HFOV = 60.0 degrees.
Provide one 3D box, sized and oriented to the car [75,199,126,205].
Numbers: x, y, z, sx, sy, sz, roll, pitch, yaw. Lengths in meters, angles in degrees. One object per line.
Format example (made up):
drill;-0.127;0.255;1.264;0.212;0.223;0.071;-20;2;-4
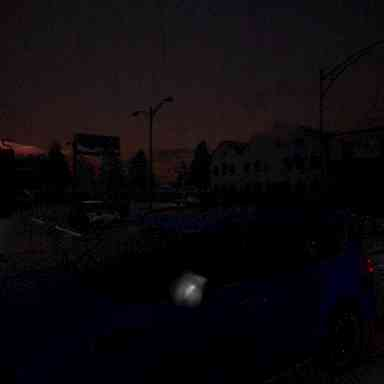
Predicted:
car;-5.261;1.248;17.929;1.970;1.475;3.806;0;0;-36

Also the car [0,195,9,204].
car;-39.139;1.495;66.149;4.611;1.667;2.242;0;0;-36

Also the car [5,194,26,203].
car;-38.912;1.328;73.278;3.866;1.878;1.905;0;0;-36

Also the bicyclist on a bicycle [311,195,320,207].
bicyclist on a bicycle;13.719;1.124;36.870;1.656;1.620;0.582;0;0;-35

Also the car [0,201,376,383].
car;0.029;1.221;4.033;5.566;2.045;2.150;0;0;-36

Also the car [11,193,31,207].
car;-19.776;1.092;38.195;1.905;1.878;3.866;0;0;-36

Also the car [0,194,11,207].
car;-17.864;1.113;29.885;1.932;1.855;4.605;0;0;-36

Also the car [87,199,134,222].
car;-6.391;1.313;25.792;2.007;1.523;4.514;0;0;-36

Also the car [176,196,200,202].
car;-0.586;1.349;50.252;1.812;1.442;4.674;0;0;-35
